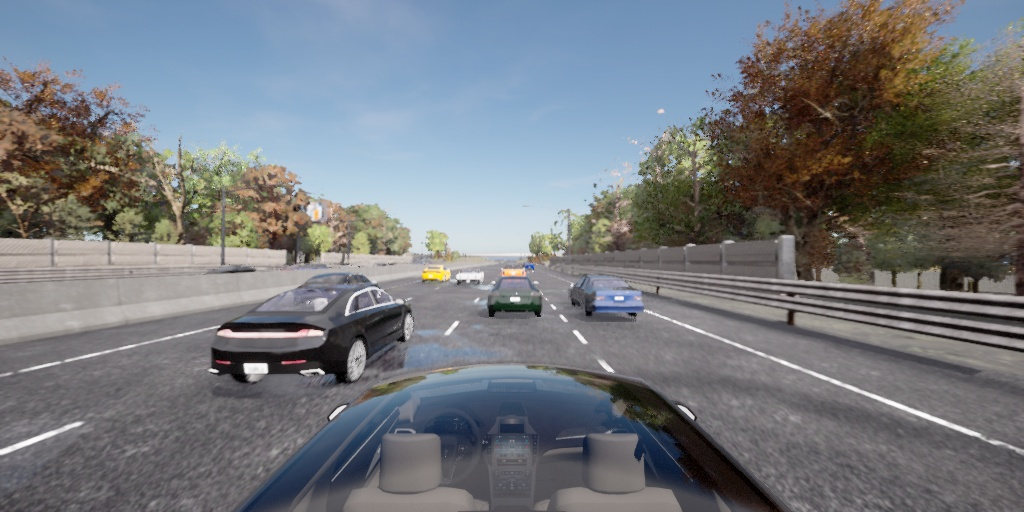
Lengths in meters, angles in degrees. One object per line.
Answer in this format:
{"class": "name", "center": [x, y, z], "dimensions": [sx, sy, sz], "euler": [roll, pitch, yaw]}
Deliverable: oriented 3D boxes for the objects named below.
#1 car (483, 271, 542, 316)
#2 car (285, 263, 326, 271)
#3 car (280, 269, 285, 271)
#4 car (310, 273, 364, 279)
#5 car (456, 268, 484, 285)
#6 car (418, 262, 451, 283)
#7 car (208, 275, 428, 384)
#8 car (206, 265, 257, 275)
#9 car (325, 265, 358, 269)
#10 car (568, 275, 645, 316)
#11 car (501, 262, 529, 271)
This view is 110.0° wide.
{"class": "car", "center": [0.104, 1.464, 14.197], "dimensions": [1.994, 1.385, 4.181], "euler": [0, -1, 0]}
{"class": "car", "center": [-21.083, 1.540, 37.695], "dimensions": [2.097, 1.767, 4.553], "euler": [0, -1, 0]}
{"class": "car", "center": [-24.578, 1.753, 40.855], "dimensions": [1.812, 1.442, 4.674], "euler": [0, -1, 0]}
{"class": "car", "center": [-6.897, 1.412, 14.781], "dimensions": [1.837, 1.490, 4.892], "euler": [0, -1, 0]}
{"class": "car", "center": [-3.390, 1.693, 29.949], "dimensions": [1.895, 1.301, 4.718], "euler": [0, -1, 0]}
{"class": "car", "center": [-6.892, 1.608, 32.998], "dimensions": [1.882, 1.535, 5.008], "euler": [0, -1, 0]}
{"class": "car", "center": [-3.397, 1.307, 7.183], "dimensions": [2.128, 1.511, 4.902], "euler": [0, -1, 0]}
{"class": "car", "center": [-28.083, 1.645, 36.038], "dimensions": [1.882, 1.535, 5.008], "euler": [0, -1, 0]}
{"class": "car", "center": [-17.581, 1.721, 38.321], "dimensions": [1.812, 1.442, 4.674], "euler": [0, -1, 0]}
{"class": "car", "center": [3.458, 1.439, 14.018], "dimensions": [2.033, 1.411, 5.357], "euler": [0, -1, 0]}
{"class": "car", "center": [0.107, 1.459, 31.076], "dimensions": [2.097, 1.767, 4.553], "euler": [0, -1, 0]}
